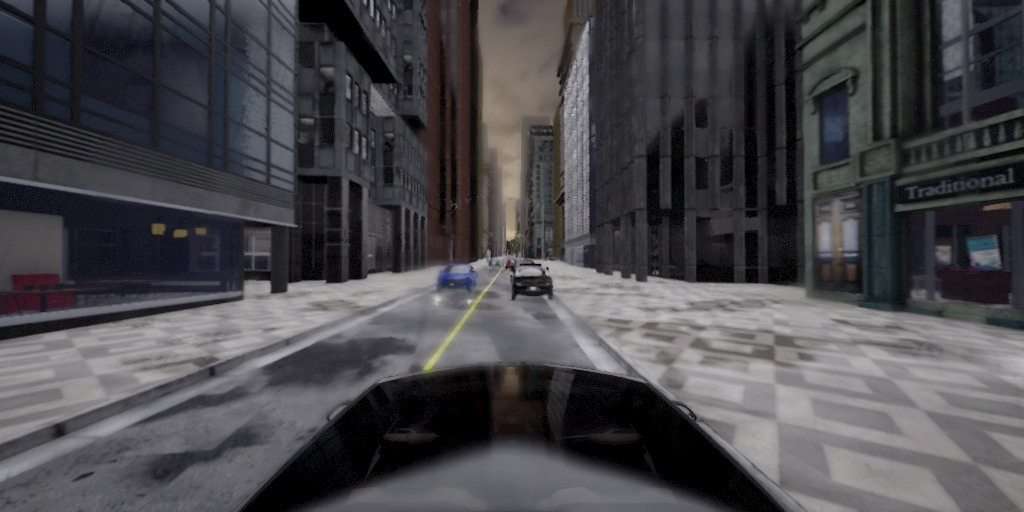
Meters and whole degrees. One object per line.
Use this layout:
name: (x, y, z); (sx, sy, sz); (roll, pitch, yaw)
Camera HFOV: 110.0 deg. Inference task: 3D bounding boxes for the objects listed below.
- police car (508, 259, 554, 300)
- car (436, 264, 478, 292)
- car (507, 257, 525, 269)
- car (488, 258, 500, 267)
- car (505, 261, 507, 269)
police car: (0.905, 1.146, 17.601); (1.930, 1.638, 5.238); (0, 0, 0)
car: (-3.092, 1.190, 20.951); (1.882, 1.535, 5.008); (0, 0, 0)
car: (0.906, 1.047, 27.462); (2.097, 1.767, 4.553); (0, 0, 0)
car: (-3.025, 1.101, 61.502); (2.128, 1.511, 4.902); (0, 0, 1)
car: (0.023, 1.159, 51.480); (1.812, 1.442, 4.674); (0, 0, 0)
